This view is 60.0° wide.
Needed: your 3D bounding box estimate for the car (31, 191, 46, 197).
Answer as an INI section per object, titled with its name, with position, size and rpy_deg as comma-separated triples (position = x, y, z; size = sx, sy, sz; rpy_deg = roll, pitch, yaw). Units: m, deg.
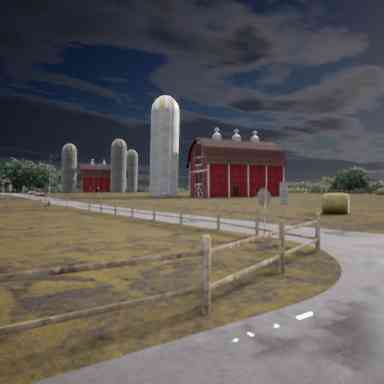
[car]
position = -38.843, 0.641, 84.858
size = 1.895, 1.301, 4.718
rpy_deg = 2, 0, -35
